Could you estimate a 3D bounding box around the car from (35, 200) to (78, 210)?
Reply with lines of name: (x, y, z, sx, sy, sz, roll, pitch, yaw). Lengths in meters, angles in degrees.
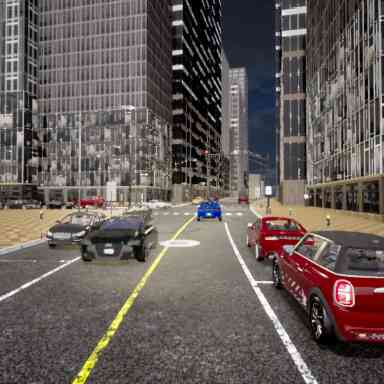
car: (-16.960, 1.637, 41.939, 4.313, 1.339, 1.947, 0, -1, 13)

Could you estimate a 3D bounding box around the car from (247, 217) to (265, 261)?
car: (3.006, 1.547, 11.979, 1.887, 1.381, 4.507, 1, 0, 3)

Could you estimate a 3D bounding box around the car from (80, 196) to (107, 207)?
car: (-15.149, 1.534, 49.612, 5.009, 1.841, 2.192, 0, -1, 13)

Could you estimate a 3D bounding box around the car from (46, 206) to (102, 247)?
car: (-4.881, 1.561, 14.887, 2.008, 1.369, 4.403, 1, 0, 3)

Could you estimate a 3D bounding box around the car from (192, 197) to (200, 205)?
car: (1.159, 1.640, 62.540, 1.752, 1.417, 4.829, 1, 0, 12)

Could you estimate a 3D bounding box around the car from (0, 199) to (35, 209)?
car: (-22.401, 1.653, 43.229, 4.403, 1.369, 2.008, 0, -1, 13)

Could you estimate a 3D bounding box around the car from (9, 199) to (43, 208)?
car: (-26.036, 1.833, 52.189, 4.403, 1.369, 2.008, 0, -1, 13)

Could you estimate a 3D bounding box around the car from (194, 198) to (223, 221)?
car: (1.478, 1.494, 27.147, 1.882, 1.535, 5.008, 0, 0, 5)

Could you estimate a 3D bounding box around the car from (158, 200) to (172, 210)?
car: (-5.079, 1.697, 43.890, 4.718, 1.301, 1.895, -1, -1, 30)

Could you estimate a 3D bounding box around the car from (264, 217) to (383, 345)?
car: (2.814, 1.441, 6.340, 1.967, 1.590, 4.097, 1, 0, 2)

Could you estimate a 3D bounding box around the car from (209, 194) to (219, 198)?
car: (5.153, 1.490, 78.779, 2.192, 1.841, 5.009, 1, 0, 14)

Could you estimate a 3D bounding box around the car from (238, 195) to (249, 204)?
car: (10.076, 1.410, 65.095, 2.192, 1.841, 5.009, 1, 0, 13)

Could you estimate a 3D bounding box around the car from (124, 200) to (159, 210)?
car: (-4.130, 1.573, 25.678, 2.008, 1.369, 4.403, 1, 0, 5)

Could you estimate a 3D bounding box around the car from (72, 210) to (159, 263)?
car: (-2.394, 1.570, 11.903, 1.994, 1.385, 4.181, 0, 0, 3)
